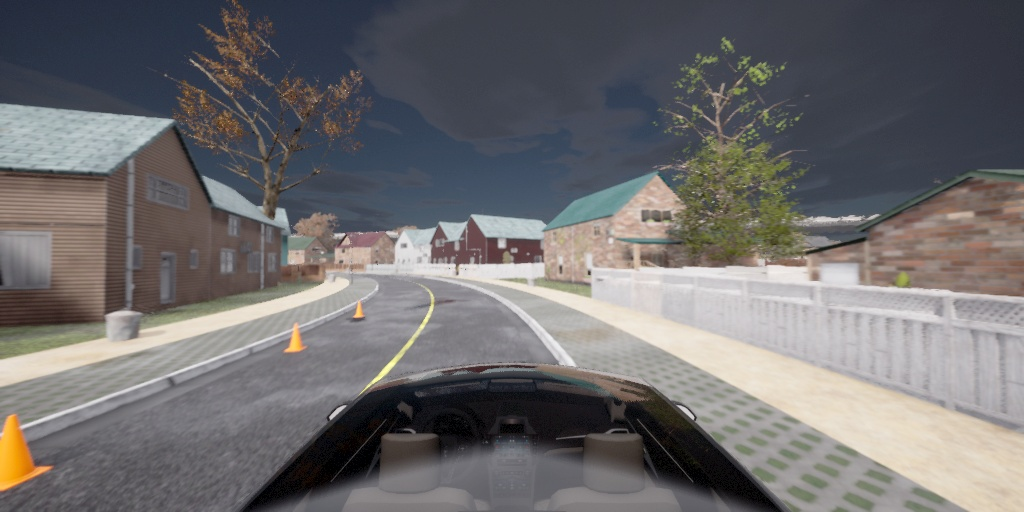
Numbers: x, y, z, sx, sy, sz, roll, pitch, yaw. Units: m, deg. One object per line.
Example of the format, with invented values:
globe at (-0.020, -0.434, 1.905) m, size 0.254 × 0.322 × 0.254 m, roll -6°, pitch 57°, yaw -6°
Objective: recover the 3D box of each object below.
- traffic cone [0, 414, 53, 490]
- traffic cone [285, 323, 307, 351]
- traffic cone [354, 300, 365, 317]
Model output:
traffic cone at (-4.597, 1.760, 3.298) m, size 0.340 × 0.580 × 0.340 m, roll 0°, pitch 0°, yaw -2°
traffic cone at (-4.891, 1.820, 8.128) m, size 0.340 × 0.580 × 0.340 m, roll 0°, pitch 0°, yaw -5°
traffic cone at (-5.498, 1.881, 12.928) m, size 0.340 × 0.580 × 0.340 m, roll 0°, pitch 0°, yaw -9°
